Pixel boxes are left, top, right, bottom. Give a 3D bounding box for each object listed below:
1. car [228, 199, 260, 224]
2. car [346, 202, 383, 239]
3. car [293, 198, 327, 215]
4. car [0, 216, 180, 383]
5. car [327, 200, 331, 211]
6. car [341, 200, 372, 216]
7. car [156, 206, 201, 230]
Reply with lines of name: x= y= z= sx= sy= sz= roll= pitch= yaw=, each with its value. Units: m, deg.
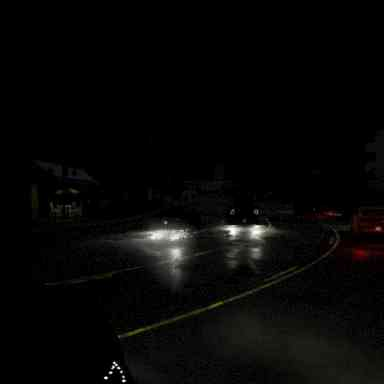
car: x=3.772 y=1.351 z=24.422 sx=2.097 sy=1.767 sz=4.553 roll=0 pitch=0 yaw=7
car: x=9.156 y=1.477 z=16.920 sx=1.882 sy=1.535 sz=5.008 roll=0 pitch=0 yaw=23
car: x=11.687 y=1.476 z=33.856 sx=1.882 sy=1.535 sz=5.008 roll=0 pitch=0 yaw=3
car: x=-3.011 y=1.221 z=1.565 sx=5.566 sy=2.045 sz=2.150 roll=0 pitch=0 yaw=-34
car: x=15.484 y=1.489 z=40.894 sx=2.128 sy=1.511 sz=4.902 roll=0 pitch=0 yaw=2
car: x=14.899 y=1.502 z=29.502 sx=1.837 sy=1.490 sz=4.892 roll=0 pitch=0 yaw=4
car: x=-0.881 y=1.563 z=20.934 sx=1.994 sy=1.385 sz=4.181 roll=0 pitch=0 yaw=19
